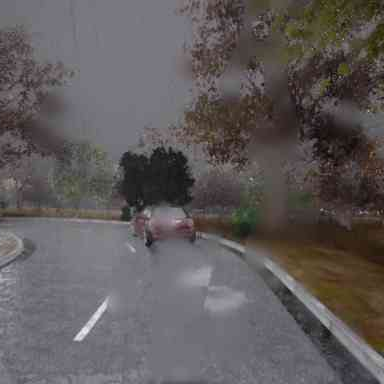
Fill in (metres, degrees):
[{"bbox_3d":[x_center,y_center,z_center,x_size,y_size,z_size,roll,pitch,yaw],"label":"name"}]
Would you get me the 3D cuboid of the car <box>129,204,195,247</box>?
[{"bbox_3d":[-1.489,1.326,15.317,2.097,1.767,4.553,0,0,-20],"label":"car"}]
